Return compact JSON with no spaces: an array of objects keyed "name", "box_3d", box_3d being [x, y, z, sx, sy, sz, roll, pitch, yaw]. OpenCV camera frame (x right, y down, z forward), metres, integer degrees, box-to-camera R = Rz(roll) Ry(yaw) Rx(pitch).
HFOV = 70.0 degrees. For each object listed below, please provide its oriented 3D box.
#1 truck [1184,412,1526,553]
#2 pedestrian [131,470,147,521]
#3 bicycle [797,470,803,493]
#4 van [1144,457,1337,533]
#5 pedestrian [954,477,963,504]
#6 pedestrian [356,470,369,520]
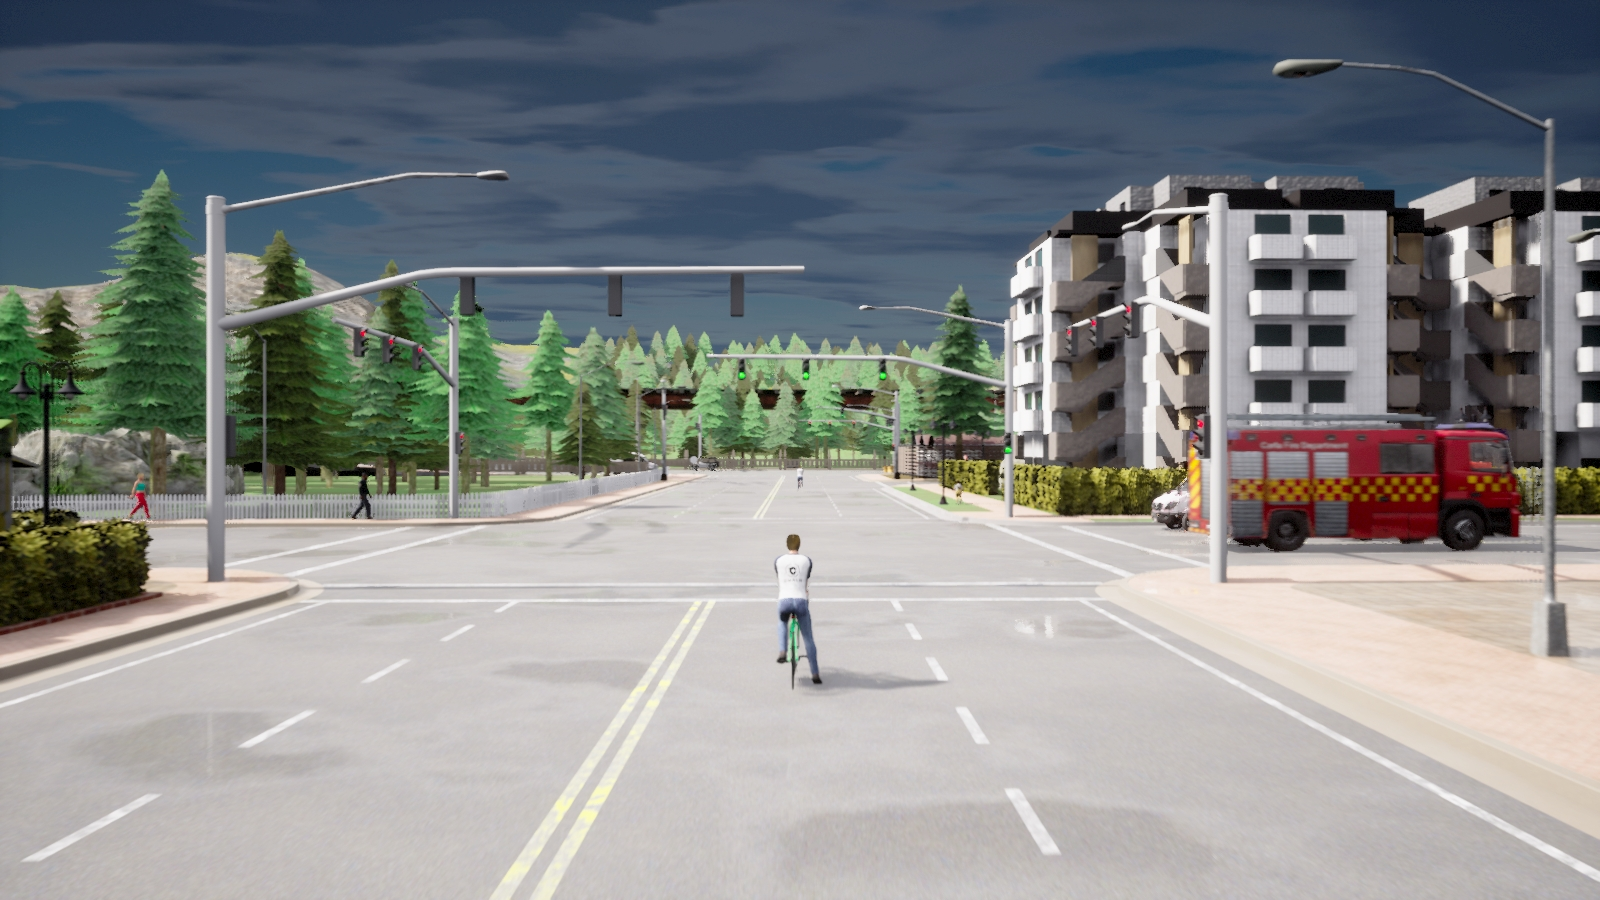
[{"name":"truck","box_3d":[15.701,0.891,32.718,8.468,3.827,2.891,0,0,-3]},{"name":"pedestrian","box_3d":[-24.741,1.697,42.761,0.375,1.860,0.375,0,0,-1]},{"name":"bicycle","box_3d":[-0.002,2.057,75.567,0.373,1.496,1.643,0,0,0]},{"name":"van","box_3d":[15.198,1.535,39.621,5.915,2.561,1.988,0,0,-2]},{"name":"pedestrian","box_3d":[7.714,1.979,55.625,0.375,1.300,0.375,0,0,2]},{"name":"pedestrian","box_3d":[-16.446,1.698,42.969,0.375,1.860,0.375,0,0,-2]}]
